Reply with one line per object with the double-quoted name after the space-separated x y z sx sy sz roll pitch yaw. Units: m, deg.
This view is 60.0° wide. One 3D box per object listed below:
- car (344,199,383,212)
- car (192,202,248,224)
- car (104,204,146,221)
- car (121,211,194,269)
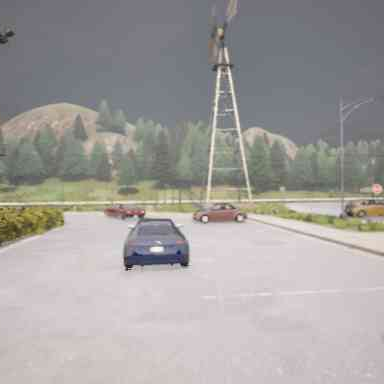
14.592 1.312 27.026 4.193 1.474 1.816 -1 0 -7 "car"
1.987 1.478 24.195 3.905 1.438 1.784 -1 0 -7 "car"
-5.804 1.646 28.218 1.895 1.301 4.718 -1 0 -36 "car"
-1.225 1.570 11.276 1.994 1.385 4.181 -1 0 -7 "car"
